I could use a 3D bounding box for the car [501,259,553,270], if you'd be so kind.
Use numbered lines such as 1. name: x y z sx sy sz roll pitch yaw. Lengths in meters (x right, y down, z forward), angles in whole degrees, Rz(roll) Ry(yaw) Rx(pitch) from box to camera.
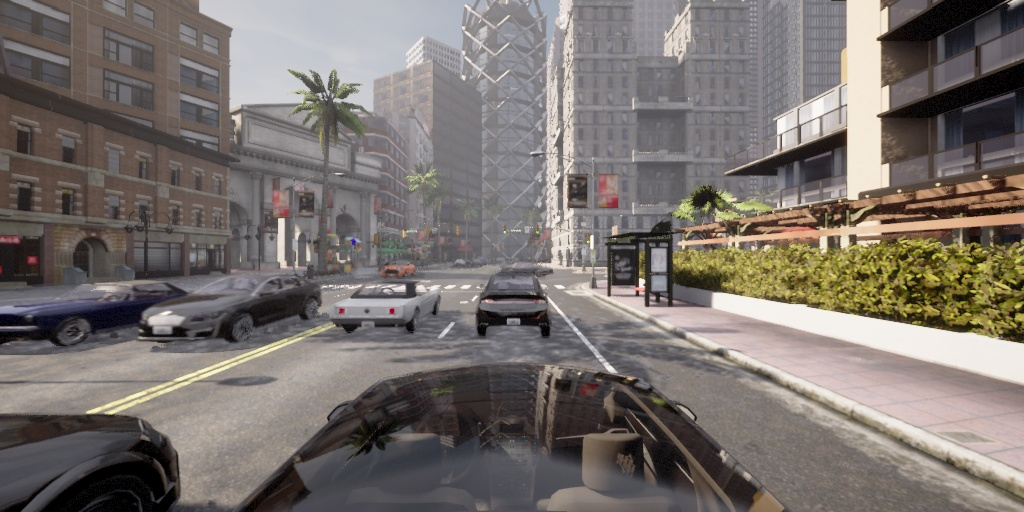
1. car: 1.405 1.335 36.012 5.357 1.411 2.033 0 0 22

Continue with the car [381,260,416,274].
1. car: -10.660 1.137 33.954 2.097 1.767 4.553 0 0 0

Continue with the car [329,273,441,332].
1. car: -3.453 1.361 10.860 1.895 1.301 4.718 0 0 0

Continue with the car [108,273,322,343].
1. car: -7.114 1.250 9.748 2.128 1.511 4.902 0 0 0

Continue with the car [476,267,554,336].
1. car: 0.046 1.252 10.443 2.128 1.511 4.902 0 0 0

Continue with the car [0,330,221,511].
1. car: -3.392 1.313 0.828 1.994 1.385 4.181 0 0 0

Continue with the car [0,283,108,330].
1. car: -10.614 1.359 9.487 1.895 1.301 4.718 0 0 0
